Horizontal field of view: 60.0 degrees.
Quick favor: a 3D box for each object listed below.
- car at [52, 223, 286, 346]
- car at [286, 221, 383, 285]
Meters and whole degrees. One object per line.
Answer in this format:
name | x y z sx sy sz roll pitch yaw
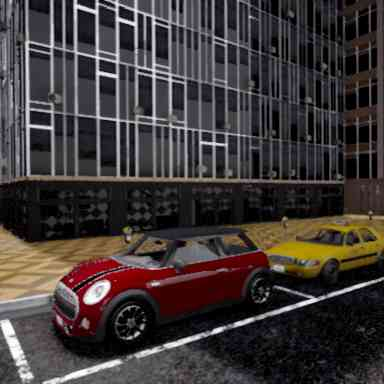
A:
car | -0.409 1.443 6.279 4.097 1.590 1.967 0 -1 -36
car | 4.079 1.532 9.482 4.829 1.417 1.752 0 -1 -36
